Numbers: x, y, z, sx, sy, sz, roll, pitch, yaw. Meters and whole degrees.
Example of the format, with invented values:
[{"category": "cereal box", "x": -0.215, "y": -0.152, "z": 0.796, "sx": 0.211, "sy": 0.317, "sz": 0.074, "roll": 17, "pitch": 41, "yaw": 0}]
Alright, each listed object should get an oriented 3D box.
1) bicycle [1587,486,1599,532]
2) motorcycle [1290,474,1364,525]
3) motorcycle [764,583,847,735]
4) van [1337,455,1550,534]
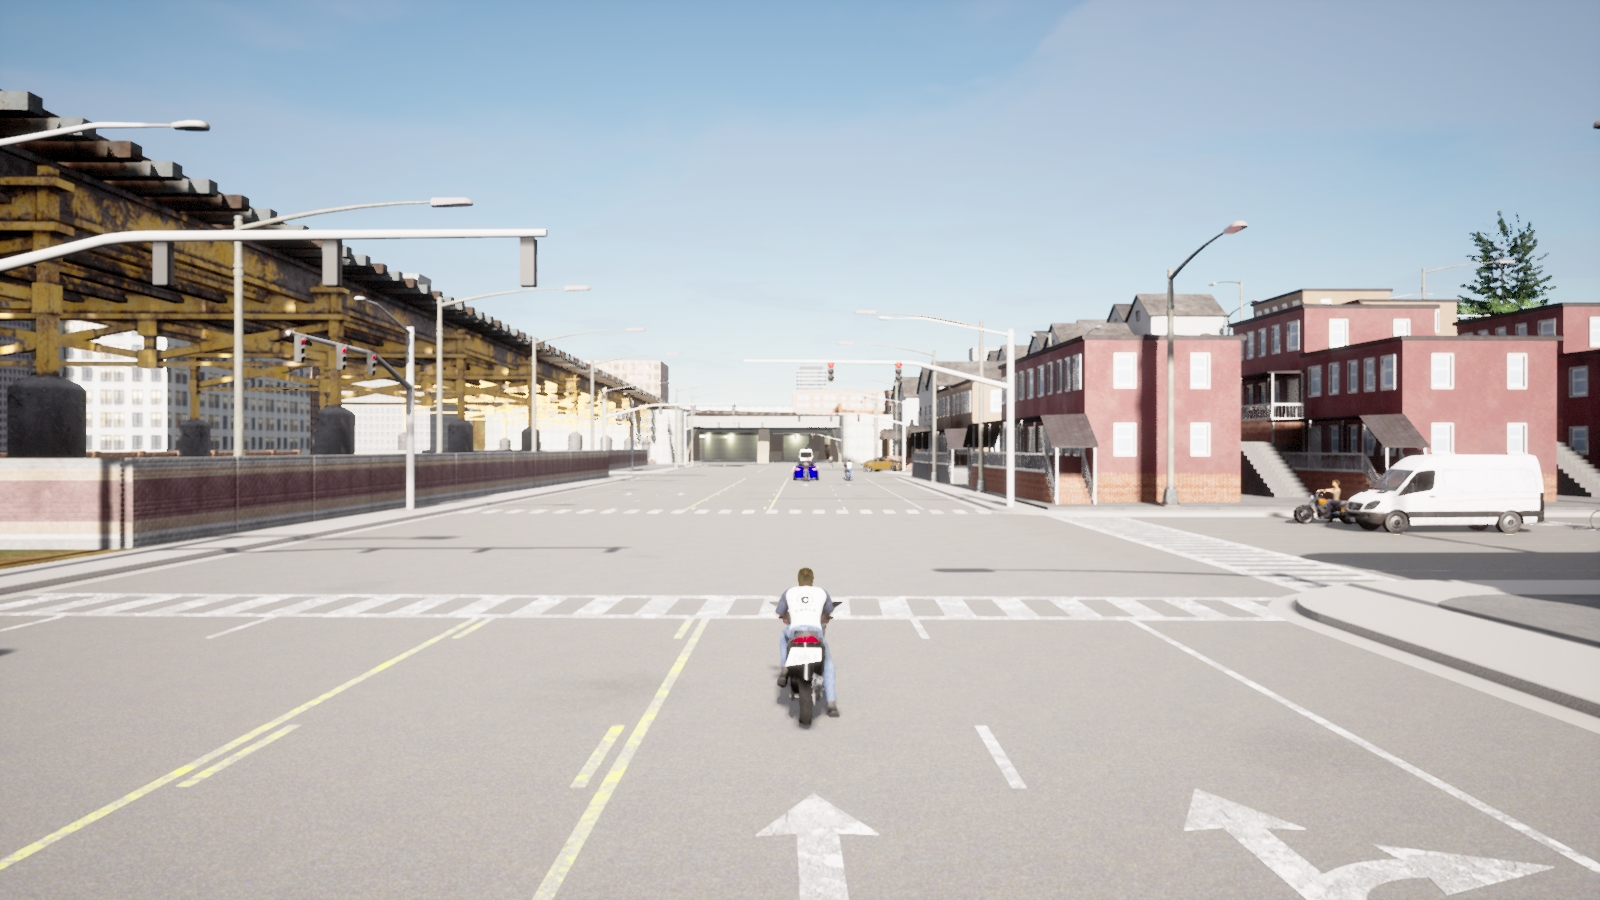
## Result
[{"category": "bicycle", "x": 27.138, "y": 1.949, "z": 37.907, "sx": 1.835, "sy": 1.496, "sz": 0.329, "roll": 0, "pitch": 0, "yaw": 0}, {"category": "motorcycle", "x": 19.104, "y": 1.801, "z": 41.453, "sx": 2.356, "sy": 1.802, "sz": 0.764, "roll": 0, "pitch": 0, "yaw": 0}, {"category": "motorcycle", "x": 0.061, "y": 2.141, "z": 12.050, "sx": 0.803, "sy": 1.224, "sz": 2.033, "roll": 0, "pitch": 0, "yaw": 0}, {"category": "van", "x": 21.276, "y": 1.437, "z": 37.938, "sx": 5.915, "sy": 2.561, "sz": 1.988, "roll": 0, "pitch": 0, "yaw": 0}]
